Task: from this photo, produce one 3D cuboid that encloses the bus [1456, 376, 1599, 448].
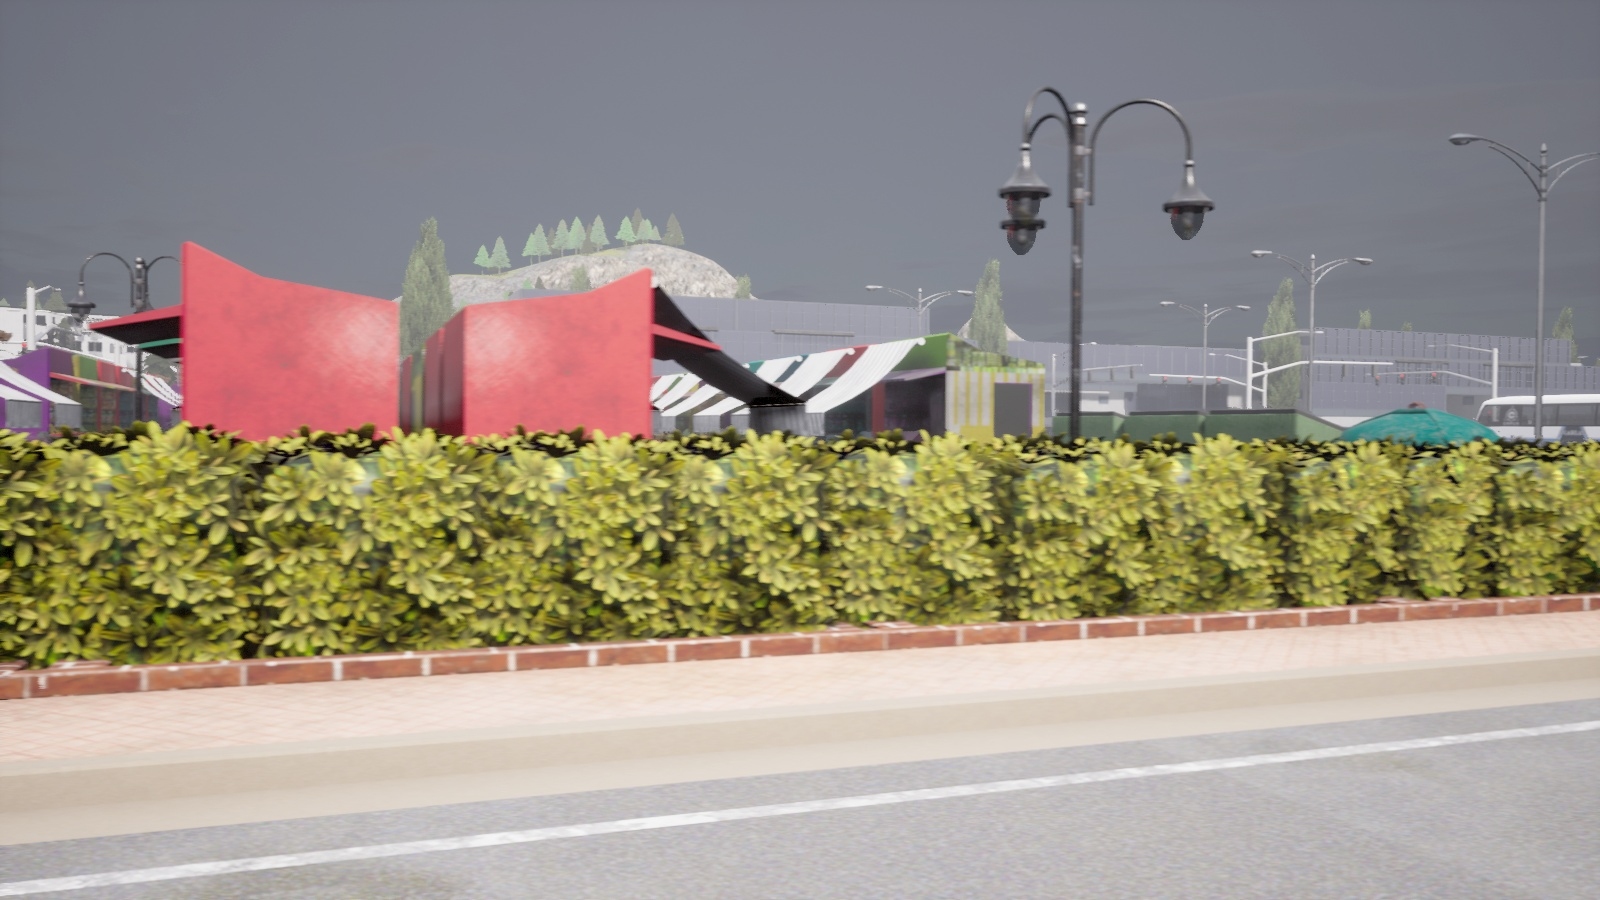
[{"bbox_3d":[46.950,-2.312,78.737,3.944,4.253,10.273,-1,1,-21],"label":"bus"}]
